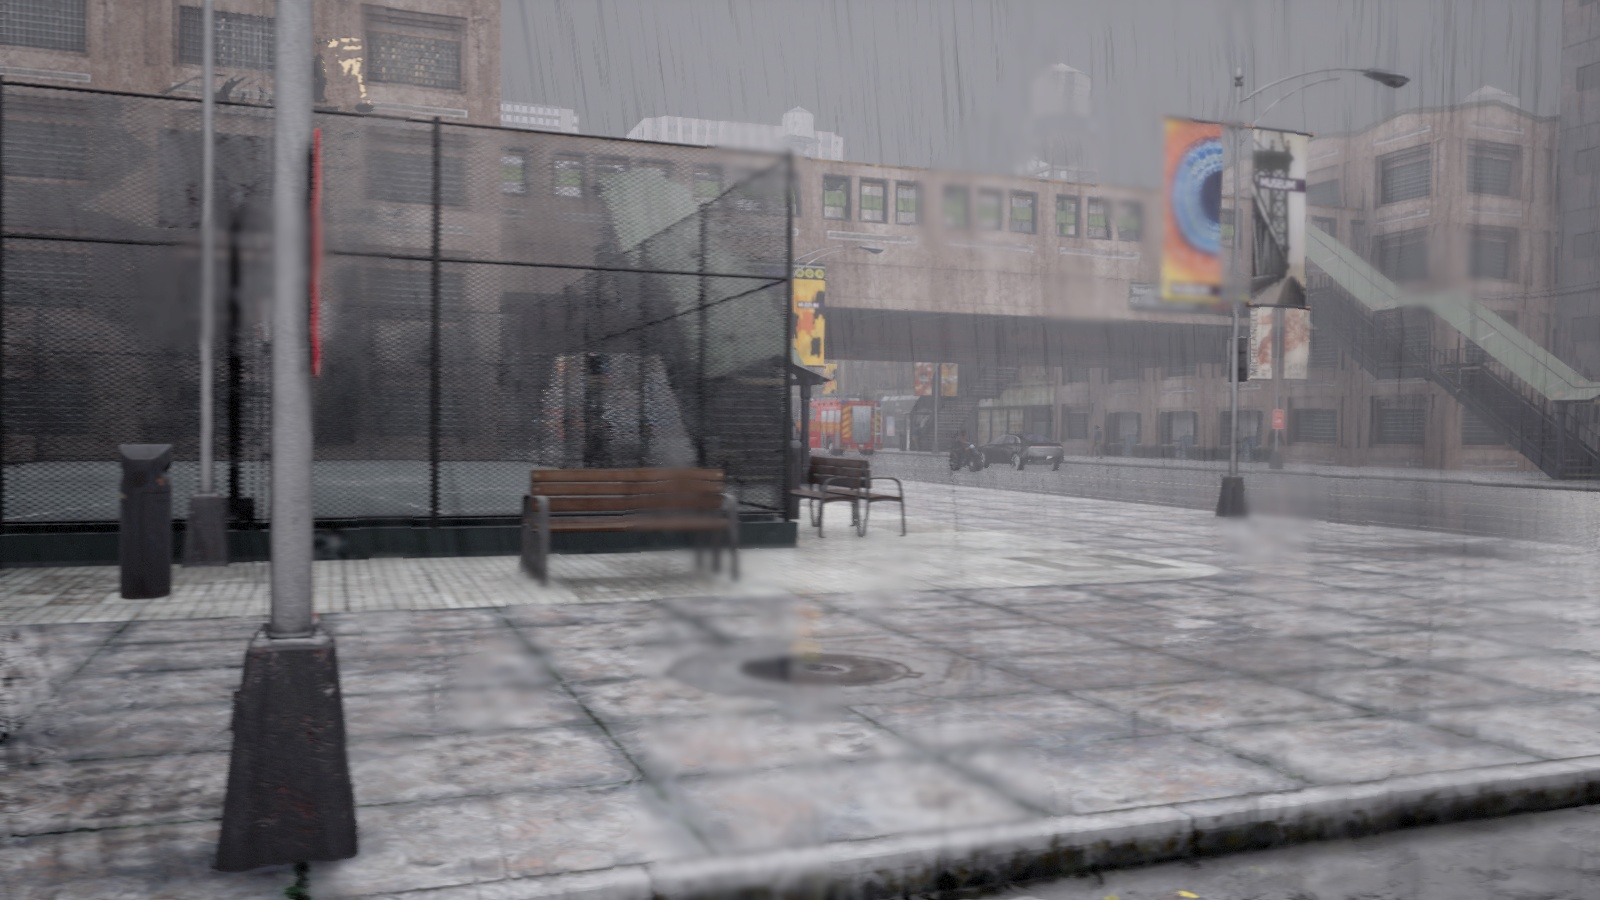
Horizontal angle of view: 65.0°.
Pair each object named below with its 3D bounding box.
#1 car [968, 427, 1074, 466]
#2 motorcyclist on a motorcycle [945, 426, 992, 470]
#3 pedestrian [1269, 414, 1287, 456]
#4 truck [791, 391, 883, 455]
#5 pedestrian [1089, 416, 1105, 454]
[{"bbox_3d":[8.976,-0.180,51.524,2.128,1.511,4.902,-1,1,-20],"label":"car"},{"bbox_3d":[6.459,-0.104,48.194,0.766,1.649,2.350,-1,1,-20],"label":"motorcyclist on a motorcycle"},{"bbox_3d":[20.840,-0.661,54.778,0.431,1.840,0.703,-1,1,-9],"label":"pedestrian"},{"bbox_3d":[2.261,-1.696,80.297,2.891,3.827,8.468,-1,1,-20],"label":"truck"},{"bbox_3d":[15.666,-0.791,66.218,0.423,1.949,0.788,-1,1,-26],"label":"pedestrian"}]
